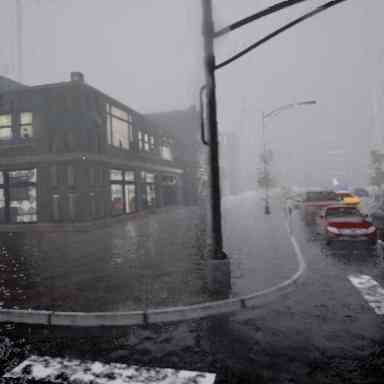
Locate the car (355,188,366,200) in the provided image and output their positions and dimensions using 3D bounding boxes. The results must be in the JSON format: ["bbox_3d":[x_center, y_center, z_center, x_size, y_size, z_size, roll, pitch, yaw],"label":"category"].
[{"bbox_3d":[11.487,0.686,25.640,1.882,1.535,5.008,-2,1,13],"label":"car"}]

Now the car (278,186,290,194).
[{"bbox_3d":[16.112,0.207,56.190,2.008,1.369,4.403,-2,1,13],"label":"car"}]

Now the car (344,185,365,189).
[{"bbox_3d":[21.682,0.109,43.446,1.947,1.339,4.313,-2,1,13],"label":"car"}]

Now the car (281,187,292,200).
[{"bbox_3d":[13.497,0.424,45.228,1.752,1.417,4.829,-2,1,13],"label":"car"}]

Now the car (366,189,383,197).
[{"bbox_3d":[19.106,0.332,32.650,2.008,1.369,4.403,-2,1,13],"label":"car"}]

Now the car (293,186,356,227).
[{"bbox_3d":[7.091,0.805,18.398,2.192,1.841,5.009,-2,1,13],"label":"car"}]

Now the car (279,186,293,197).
[{"bbox_3d":[17.389,-0.147,61.586,2.192,1.841,5.009,-2,1,13],"label":"car"}]

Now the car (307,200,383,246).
[{"bbox_3d":[5.815,1.191,13.003,1.802,1.307,4.206,-2,1,13],"label":"car"}]

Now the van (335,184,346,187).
[{"bbox_3d":[24.248,-0.353,54.240,1.690,1.788,3.998,-2,1,13],"label":"van"}]

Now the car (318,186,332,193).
[{"bbox_3d":[28.118,-0.485,70.439,1.947,1.339,4.313,-2,1,13],"label":"car"}]

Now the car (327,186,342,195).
[{"bbox_3d":[25.582,-0.292,59.806,1.752,1.417,4.829,-2,1,13],"label":"car"}]

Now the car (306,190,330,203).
[{"bbox_3d":[14.714,0.475,39.055,1.994,1.385,4.181,-2,1,14],"label":"car"}]

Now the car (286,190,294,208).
[{"bbox_3d":[9.676,0.802,29.198,2.008,1.369,4.403,-2,1,13],"label":"car"}]

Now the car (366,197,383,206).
[{"bbox_3d":[8.485,1.050,13.056,1.994,1.385,4.181,-2,1,13],"label":"car"}]

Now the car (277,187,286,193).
[{"bbox_3d":[23.831,-0.614,88.579,1.967,1.590,4.097,-2,1,13],"label":"car"}]

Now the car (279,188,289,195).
[{"bbox_3d":[19.933,-0.170,72.220,1.752,1.417,4.829,-2,1,13],"label":"car"}]
